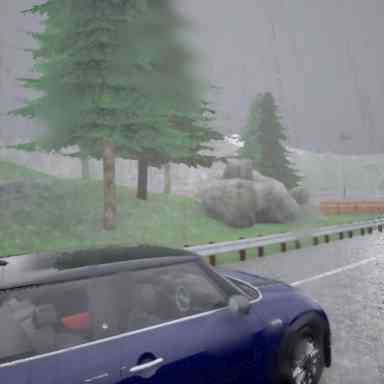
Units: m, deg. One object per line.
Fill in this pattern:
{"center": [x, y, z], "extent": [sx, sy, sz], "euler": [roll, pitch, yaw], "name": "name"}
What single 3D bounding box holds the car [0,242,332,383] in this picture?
{"center": [-0.494, 1.356, 3.602], "extent": [4.553, 1.767, 2.097], "euler": [0, 0, -37], "name": "car"}
